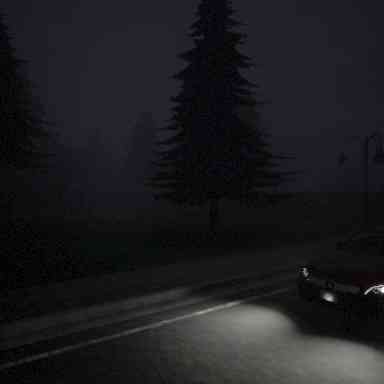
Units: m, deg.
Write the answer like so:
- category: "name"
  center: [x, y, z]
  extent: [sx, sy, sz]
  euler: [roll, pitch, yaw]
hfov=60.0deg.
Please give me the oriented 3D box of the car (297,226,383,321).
- category: "car"
  center: [4.202, 1.479, 6.912]
  extent: [4.674, 1.442, 1.812]
  euler: [0, 0, -35]
